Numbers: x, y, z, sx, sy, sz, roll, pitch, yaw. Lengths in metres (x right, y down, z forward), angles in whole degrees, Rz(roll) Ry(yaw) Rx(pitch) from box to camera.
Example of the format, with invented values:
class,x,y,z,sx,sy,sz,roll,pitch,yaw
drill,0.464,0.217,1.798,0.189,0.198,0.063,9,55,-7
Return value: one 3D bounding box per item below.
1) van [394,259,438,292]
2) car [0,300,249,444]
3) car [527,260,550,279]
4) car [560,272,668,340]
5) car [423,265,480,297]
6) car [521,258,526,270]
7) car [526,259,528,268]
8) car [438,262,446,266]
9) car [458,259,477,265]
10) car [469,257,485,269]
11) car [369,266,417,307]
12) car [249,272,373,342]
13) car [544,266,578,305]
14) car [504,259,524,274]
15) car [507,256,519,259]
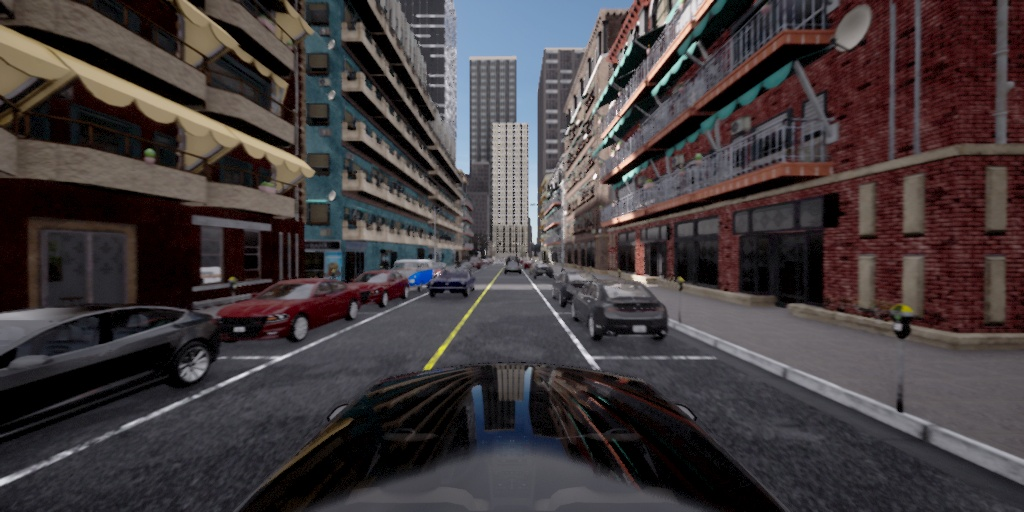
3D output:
class,x,y,z,sx,sy,sz,roll,pitch,yaw
van,-5.694,1.086,20.788,1.690,1.789,3.998,0,0,0
car,-5.693,1.315,4.217,1.948,1.339,4.313,0,0,0
car,2.686,1.295,31.822,2.007,1.370,4.403,0,0,0
car,2.688,1.298,9.728,2.007,1.370,4.403,0,0,0
car,-3.002,1.346,18.753,1.895,1.301,4.718,0,0,0
car,2.685,1.290,53.915,1.888,1.381,4.507,0,0,0
car,2.686,1.269,37.515,1.751,1.417,4.829,0,0,0
car,-5.695,1.184,26.311,1.967,1.591,4.097,0,0,0
car,-5.696,1.310,42.882,1.948,1.339,4.313,0,0,0
car,-5.696,1.059,53.927,2.192,1.841,5.009,0,0,0
car,-5.694,1.291,15.264,1.888,1.381,4.507,0,0,0
car,-5.693,1.293,9.740,1.888,1.381,4.507,0,0,0
car,2.687,1.297,15.251,2.007,1.370,4.403,0,0,0
car,0.094,1.308,41.158,1.994,1.385,4.181,0,0,0
car,0.096,0.967,54.713,2.150,2.045,5.566,0,0,0
